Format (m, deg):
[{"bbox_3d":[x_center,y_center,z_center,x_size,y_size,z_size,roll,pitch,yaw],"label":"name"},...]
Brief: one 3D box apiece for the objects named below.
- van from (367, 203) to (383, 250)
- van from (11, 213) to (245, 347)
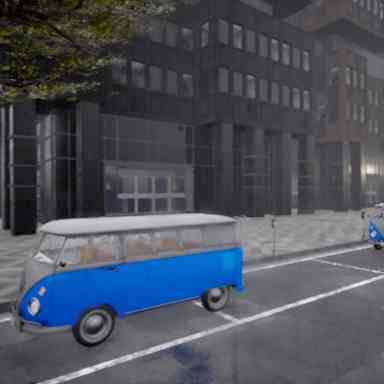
[{"bbox_3d":[8.263,1.261,12.541,3.998,1.788,1.690,0,0,-35],"label":"van"},{"bbox_3d":[-0.885,1.325,6.016,3.998,1.788,1.690,0,0,-35],"label":"van"}]
